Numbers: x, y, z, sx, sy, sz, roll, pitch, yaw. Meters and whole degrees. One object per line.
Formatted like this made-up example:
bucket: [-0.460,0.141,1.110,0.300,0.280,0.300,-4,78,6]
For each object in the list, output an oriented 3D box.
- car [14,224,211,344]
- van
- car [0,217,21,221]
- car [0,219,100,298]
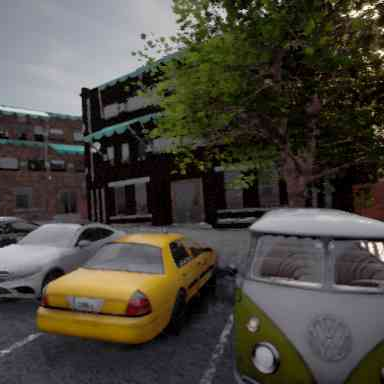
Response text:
car: [-0.683,1.468,6.784,1.946,1.575,5.366,0,-1,16]
van: [1.695,1.254,4.726,1.878,1.987,4.442,1,-1,16]
car: [-5.653,1.485,10.130,2.002,1.452,4.674,0,-1,16]
car: [-3.185,1.498,8.375,2.002,1.452,4.674,1,0,16]
